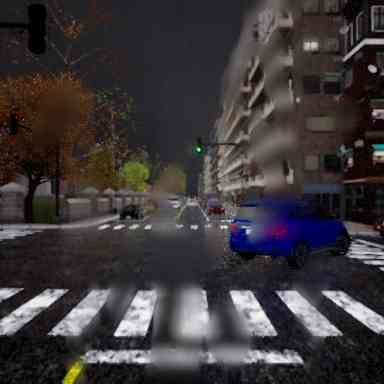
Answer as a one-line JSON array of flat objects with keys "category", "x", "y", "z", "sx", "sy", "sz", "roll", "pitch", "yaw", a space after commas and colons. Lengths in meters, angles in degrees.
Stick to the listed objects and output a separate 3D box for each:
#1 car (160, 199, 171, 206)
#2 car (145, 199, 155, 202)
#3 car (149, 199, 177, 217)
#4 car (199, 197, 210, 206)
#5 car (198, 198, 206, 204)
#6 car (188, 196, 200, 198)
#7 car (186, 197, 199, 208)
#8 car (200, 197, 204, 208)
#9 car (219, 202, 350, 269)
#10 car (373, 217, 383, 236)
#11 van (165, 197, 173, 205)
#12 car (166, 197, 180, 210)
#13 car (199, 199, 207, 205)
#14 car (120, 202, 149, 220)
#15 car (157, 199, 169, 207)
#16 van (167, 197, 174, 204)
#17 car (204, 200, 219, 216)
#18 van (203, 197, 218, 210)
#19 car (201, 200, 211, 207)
[{"category": "car", "x": -5.660, "y": 2.213, "z": 71.314, "sx": 1.967, "sy": 1.590, "sz": 4.097, "roll": 0, "pitch": -1, "yaw": 0}, {"category": "car", "x": -5.670, "y": 1.975, "z": 42.995, "sx": 1.752, "sy": 1.417, "sz": 4.829, "roll": 0, "pitch": -1, "yaw": 0}, {"category": "car", "x": -3.082, "y": 1.871, "z": 36.512, "sx": 2.128, "sy": 1.511, "sz": 4.902, "roll": 0, "pitch": -1, "yaw": 0}, {"category": "car", "x": 2.721, "y": 2.088, "z": 71.313, "sx": 2.192, "sy": 1.841, "sz": 5.009, "roll": 0, "pitch": -1, "yaw": 0}, {"category": "car", "x": 2.726, "y": 2.416, "z": 88.200, "sx": 1.967, "sy": 1.590, "sz": 4.097, "roll": 0, "pitch": -1, "yaw": 0}, {"category": "car", "x": 0.029, "y": 1.872, "z": 71.070, "sx": 2.150, "sy": 2.045, "sz": 5.566, "roll": 0, "pitch": -1, "yaw": 0}, {"category": "car", "x": 0.023, "y": 2.179, "z": 61.033, "sx": 1.812, "sy": 1.442, "sz": 4.674, "roll": 0, "pitch": -1, "yaw": 0}, {"category": "car", "x": 2.714, "y": 2.018, "z": 54.422, "sx": 1.967, "sy": 1.590, "sz": 4.097, "roll": 0, "pitch": -1, "yaw": 0}, {"category": "car", "x": 3.668, "y": 1.362, "z": 12.003, "sx": 2.150, "sy": 2.045, "sz": 5.566, "roll": -1, "pitch": -2, "yaw": 45}, {"category": "car", "x": 13.474, "y": 1.799, "z": 19.575, "sx": 5.009, "sy": 1.841, "sz": 2.192, "roll": 1, "pitch": -2, "yaw": 0}, {"category": "van", "x": -5.657, "y": 2.248, "z": 82.575, "sx": 1.690, "sy": 1.788, "sz": 3.998, "roll": 0, "pitch": -1, "yaw": 0}, {"category": "car", "x": -3.050, "y": 1.774, "z": 52.799, "sx": 2.150, "sy": 2.045, "sz": 5.566, "roll": 0, "pitch": 0, "yaw": 0}, {"category": "car", "x": 2.723, "y": 2.451, "z": 82.570, "sx": 1.887, "sy": 1.381, "sz": 4.507, "roll": 0, "pitch": -1, "yaw": 0}, {"category": "car", "x": -5.675, "y": 1.896, "z": 31.904, "sx": 1.947, "sy": 1.339, "sz": 4.313, "roll": 0, "pitch": -1, "yaw": 0}, {"category": "car", "x": -5.662, "y": 2.147, "z": 65.686, "sx": 1.967, "sy": 1.590, "sz": 4.097, "roll": 0, "pitch": -1, "yaw": 0}, {"category": "van", "x": -5.654, "y": 2.316, "z": 88.204, "sx": 1.690, "sy": 1.788, "sz": 3.998, "roll": 0, "pitch": -1, "yaw": 0}, {"category": "car", "x": 2.708, "y": 1.935, "z": 37.531, "sx": 1.887, "sy": 1.381, "sz": 4.507, "roll": 0, "pitch": -1, "yaw": 0}, {"category": "van", "x": 2.710, "y": 1.793, "z": 43.164, "sx": 1.690, "sy": 1.788, "sz": 3.998, "roll": 0, "pitch": -1, "yaw": 0}, {"category": "car", "x": 2.718, "y": 2.252, "z": 65.680, "sx": 1.887, "sy": 1.381, "sz": 4.507, "roll": 0, "pitch": -1, "yaw": 0}]
